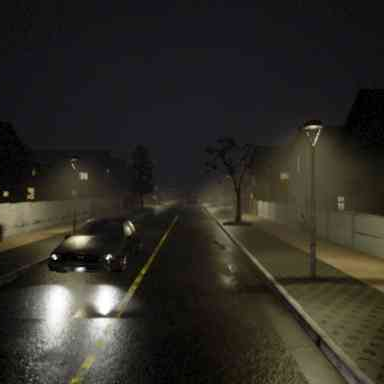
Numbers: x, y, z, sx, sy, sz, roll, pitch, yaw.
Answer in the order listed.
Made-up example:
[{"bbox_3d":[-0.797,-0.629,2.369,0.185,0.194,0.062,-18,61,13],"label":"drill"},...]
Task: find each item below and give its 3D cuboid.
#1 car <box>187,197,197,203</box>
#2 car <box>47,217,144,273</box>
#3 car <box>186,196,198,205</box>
[{"bbox_3d":[-0.010,1.733,73.852,2.033,1.411,5.357,0,0,0],"label":"car"},{"bbox_3d":[-2.788,1.563,10.995,2.033,1.411,5.357,0,0,1],"label":"car"},{"bbox_3d":[-0.008,1.579,63.813,2.097,1.767,4.553,0,0,0],"label":"car"}]
